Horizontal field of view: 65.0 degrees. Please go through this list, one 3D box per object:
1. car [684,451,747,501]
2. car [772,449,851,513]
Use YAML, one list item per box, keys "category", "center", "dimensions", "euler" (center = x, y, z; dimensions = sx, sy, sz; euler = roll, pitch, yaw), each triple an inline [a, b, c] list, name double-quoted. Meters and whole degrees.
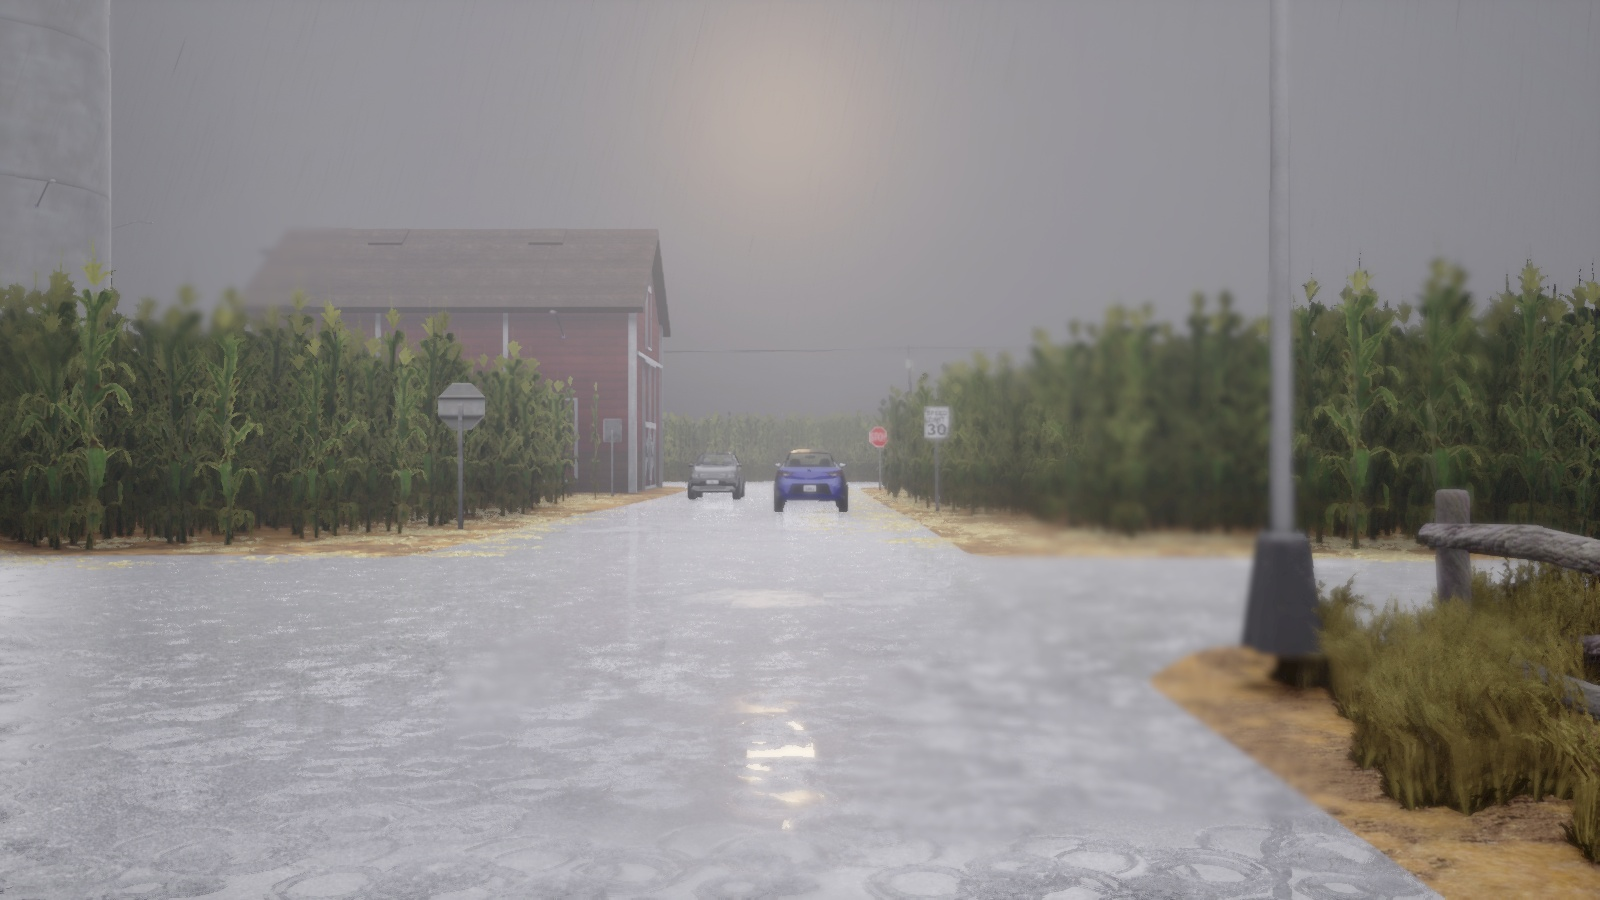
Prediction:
- category: "car"
  center: [-2.728, 0.833, 41.153]
  dimensions: [1.789, 1.549, 3.705]
  euler: [0, -1, 1]
- category: "car"
  center: [0.285, 0.749, 31.191]
  dimensions: [1.816, 1.474, 4.193]
  euler: [0, -1, 1]
